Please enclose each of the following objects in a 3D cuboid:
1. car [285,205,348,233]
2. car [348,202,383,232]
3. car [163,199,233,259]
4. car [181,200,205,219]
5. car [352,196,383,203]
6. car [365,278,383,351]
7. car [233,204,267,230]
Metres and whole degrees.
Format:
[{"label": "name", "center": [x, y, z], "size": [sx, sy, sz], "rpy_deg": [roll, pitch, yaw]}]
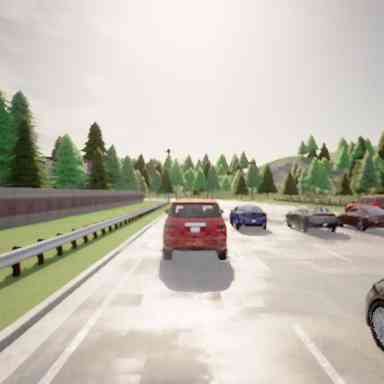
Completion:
[{"label": "car", "center": [7.103, 1.555, 20.158], "size": [2.128, 1.511, 4.902], "rpy_deg": [0, 0, 0]}, {"label": "car", "center": [10.590, 1.590, 20.418], "size": [1.812, 1.442, 4.674], "rpy_deg": [0, 0, 0]}, {"label": "car", "center": [0.101, 1.262, 12.920], "size": [2.150, 2.045, 5.566], "rpy_deg": [0, 0, 0]}, {"label": "car", "center": [0.103, 1.591, 31.399], "size": [2.128, 1.511, 4.902], "rpy_deg": [0, 0, 0]}, {"label": "car", "center": [14.104, 1.304, 25.998], "size": [2.150, 2.045, 5.566], "rpy_deg": [0, 0, 0]}, {"label": "car", "center": [3.600, 1.515, 3.224], "size": [1.837, 1.490, 4.892], "rpy_deg": [0, 0, 0]}, {"label": "car", "center": [3.604, 1.547, 21.880], "size": [1.882, 1.535, 5.008], "rpy_deg": [0, 0, 0]}]
